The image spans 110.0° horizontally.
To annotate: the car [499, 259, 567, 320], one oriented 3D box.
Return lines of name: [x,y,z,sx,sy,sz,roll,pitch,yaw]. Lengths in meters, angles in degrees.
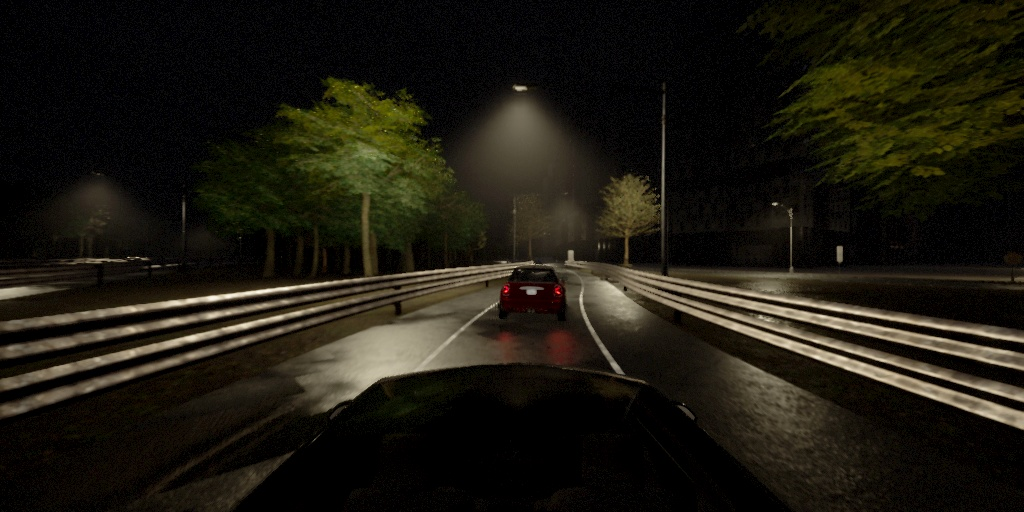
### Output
car: [0.897,1.111,12.931,2.097,1.767,4.553,1,0,8]
